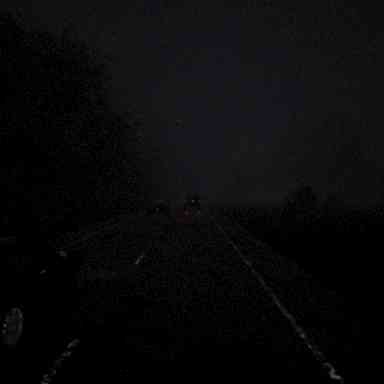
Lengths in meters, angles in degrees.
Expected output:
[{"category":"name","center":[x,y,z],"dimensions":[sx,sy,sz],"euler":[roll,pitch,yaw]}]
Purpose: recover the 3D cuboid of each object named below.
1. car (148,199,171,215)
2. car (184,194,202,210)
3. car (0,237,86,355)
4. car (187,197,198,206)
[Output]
[{"category":"car","center":[-3.237,1.486,34.046],"dimensions":[1.882,1.535,5.008],"euler":[0,0,1]},{"category":"car","center":[0.112,1.237,43.760],"dimensions":[2.150,2.045,5.566],"euler":[0,0,0]},{"category":"car","center":[-3.400,1.527,5.938],"dimensions":[1.812,1.442,4.674],"euler":[0,0,0]},{"category":"car","center":[0.018,1.543,58.075],"dimensions":[1.812,1.442,4.674],"euler":[0,0,0]}]
